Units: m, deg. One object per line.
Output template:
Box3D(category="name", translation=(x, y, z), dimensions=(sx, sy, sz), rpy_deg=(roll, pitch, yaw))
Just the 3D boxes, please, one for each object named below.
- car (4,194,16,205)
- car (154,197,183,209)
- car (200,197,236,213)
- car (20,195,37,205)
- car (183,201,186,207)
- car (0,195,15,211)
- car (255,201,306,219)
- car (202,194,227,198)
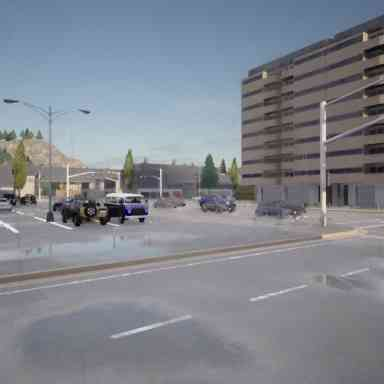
Box3D(category="car", translation=(-29.647, 1.212, 53.739), dimensions=(1.905, 1.878, 3.866), rpy_deg=(0, 0, -35))
Box3D(category="car", translation=(-3.631, 1.619, 46.227), dimensions=(1.994, 1.385, 4.181), rpy_deg=(0, 0, -36))
Box3D(category="car", translation=(2.855, 1.619, 37.105), dimensions=(1.994, 1.385, 4.181), rpy_deg=(0, 0, -35))
Box3D(category="car", translation=(-27.251, 1.209, 55.363), dimensions=(1.932, 1.855, 4.605), rpy_deg=(0, 0, -35))
Box3D(category="car", translation=(-2.781, 1.561, 51.090), dimensions=(1.837, 1.490, 4.892), rpy_deg=(0, 0, -35))
Box3D(category="car", translation=(-21.785, 1.451, 37.908), dimensions=(1.970, 1.475, 3.806), rpy_deg=(0, 0, -35))
Box3D(category="car", translation=(7.722, 1.619, 30.253), dimensions=(1.994, 1.385, 4.181), rpy_deg=(0, 0, -35))
Box3D(category="car", translation=(3.224, 1.277, 42.621), dimensions=(2.150, 2.045, 5.566), rpy_deg=(0, 0, -35))
